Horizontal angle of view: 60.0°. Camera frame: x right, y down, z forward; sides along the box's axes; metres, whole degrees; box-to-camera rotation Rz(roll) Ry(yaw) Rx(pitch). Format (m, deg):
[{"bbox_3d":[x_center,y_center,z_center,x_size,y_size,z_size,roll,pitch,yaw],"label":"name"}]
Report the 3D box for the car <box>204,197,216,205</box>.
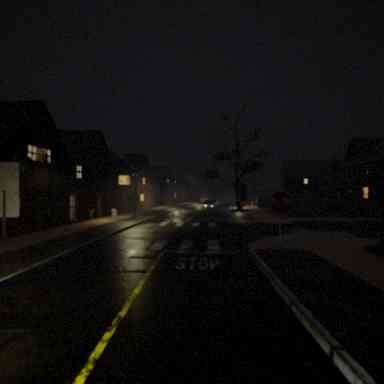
[{"bbox_3d":[3.660,1.749,65.941,2.033,1.411,5.357,0,0,10],"label":"car"}]
